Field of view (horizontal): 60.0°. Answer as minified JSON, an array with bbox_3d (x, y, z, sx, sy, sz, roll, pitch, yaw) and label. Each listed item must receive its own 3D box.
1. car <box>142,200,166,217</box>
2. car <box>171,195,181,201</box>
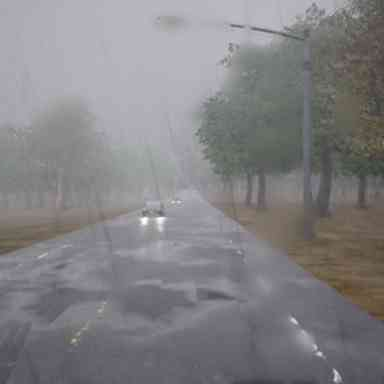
[{"bbox_3d":[-3.589,1.516,31.748,1.812,1.442,4.674,0,0,0],"label":"car"},{"bbox_3d":[-3.501,1.310,74.753,1.994,1.385,4.181,0,1,0],"label":"car"}]
